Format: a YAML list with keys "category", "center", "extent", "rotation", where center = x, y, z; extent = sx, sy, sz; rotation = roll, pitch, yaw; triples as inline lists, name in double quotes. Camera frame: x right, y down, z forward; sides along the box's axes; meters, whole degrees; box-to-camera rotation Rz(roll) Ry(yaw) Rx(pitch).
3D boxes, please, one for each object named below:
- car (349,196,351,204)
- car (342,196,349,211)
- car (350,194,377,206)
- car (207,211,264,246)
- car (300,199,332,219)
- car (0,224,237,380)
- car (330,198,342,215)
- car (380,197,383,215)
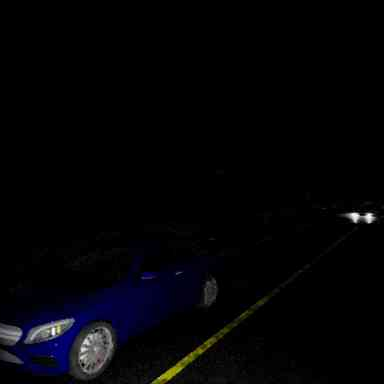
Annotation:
- category: "car"
  center: [27.415, 1.497, 57.572]
  extent: [2.128, 1.511, 4.902]
  rotation: [0, 0, -23]
- category: "car"
  center: [16.699, 1.441, 38.786]
  extent: [1.967, 1.590, 4.097]
  rotation: [0, 0, 32]
- category: "car"
  center: [20.966, 1.250, 40.547]
  extent: [1.895, 1.301, 4.718]
  rotation: [0, 0, 32]
- category: "car"
  center: [1.949, 1.566, 15.428]
  extent: [1.947, 1.339, 4.313]
  rotation: [0, 0, 32]
- category: "car"
  center: [10.799, 1.582, 29.443]
  extent: [1.802, 1.307, 4.206]
  rotation: [0, 0, 32]
- category: "car"
  center: [-1.090, 1.525, 5.806]
  extent: [1.812, 1.442, 4.674]
  rotation: [0, 0, 32]
- category: "car"
  center: [13.749, 1.566, 34.114]
  extent: [1.947, 1.339, 4.313]
  rotation: [0, 0, 32]
- category: "car"
  center: [19.930, 1.548, 33.106]
  extent: [2.033, 1.411, 5.357]
  rotation: [0, 0, 32]
